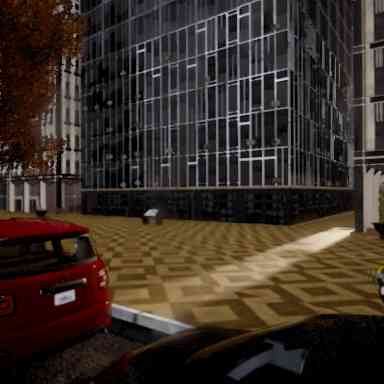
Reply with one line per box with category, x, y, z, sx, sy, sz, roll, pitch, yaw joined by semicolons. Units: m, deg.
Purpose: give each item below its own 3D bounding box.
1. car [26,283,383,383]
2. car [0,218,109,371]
car;1.049;1.568;2.129;4.313;1.339;1.947;0;0;35
car;-3.453;1.350;5.332;5.009;1.841;2.192;0;0;35
